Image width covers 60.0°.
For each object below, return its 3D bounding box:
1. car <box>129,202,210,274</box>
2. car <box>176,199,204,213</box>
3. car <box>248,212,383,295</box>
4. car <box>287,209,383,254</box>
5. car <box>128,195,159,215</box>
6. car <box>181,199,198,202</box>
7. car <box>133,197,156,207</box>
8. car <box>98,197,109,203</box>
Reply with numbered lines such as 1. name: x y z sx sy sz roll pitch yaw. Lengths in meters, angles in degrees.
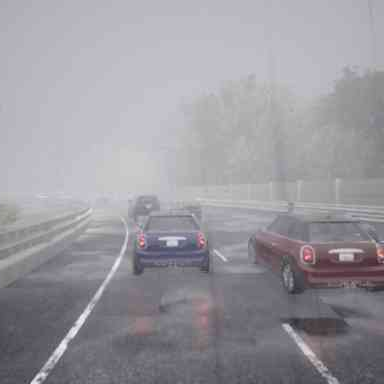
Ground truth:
1. car: -0.727 1.367 10.846 2.097 1.767 4.553 0 0 -6
2. car: -0.337 1.570 38.783 1.812 1.442 4.674 0 0 -20
3. car: 2.984 1.348 8.906 2.097 1.767 4.553 0 0 -5
4. car: 5.897 1.551 14.280 1.994 1.385 4.181 0 0 -7
5. car: -4.080 1.271 28.204 2.150 2.045 5.566 0 0 -16
6. car: -0.554 1.538 28.480 1.837 1.490 4.892 0 0 -15
7. car: -7.840 1.588 54.867 2.128 1.511 4.902 0 0 -29
8. car: -20.453 1.776 76.671 1.895 1.301 4.718 0 0 -26
